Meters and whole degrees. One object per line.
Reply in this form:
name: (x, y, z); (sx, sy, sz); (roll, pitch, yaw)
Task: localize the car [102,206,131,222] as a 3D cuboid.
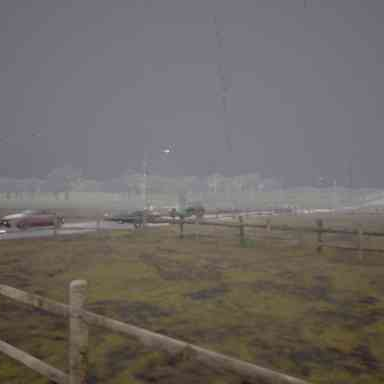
car: (-6.363, 2.081, 31.892); (2.128, 1.511, 4.902); (1, -1, 35)

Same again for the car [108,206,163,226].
car: (-4.646, 2.192, 29.212); (1.895, 1.301, 4.718); (1, -1, 35)

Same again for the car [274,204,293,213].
car: (16.242, 2.886, 58.917); (2.097, 1.767, 4.553); (1, -1, 37)

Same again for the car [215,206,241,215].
car: (5.261, 2.688, 48.344); (1.895, 1.301, 4.718); (1, -1, 36)

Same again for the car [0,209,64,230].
car: (-11.625, 1.955, 24.424); (1.994, 1.385, 4.181); (1, -1, 36)

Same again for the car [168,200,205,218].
car: (-0.553, 2.050, 40.139); (2.150, 2.045, 5.566); (1, -1, 35)
